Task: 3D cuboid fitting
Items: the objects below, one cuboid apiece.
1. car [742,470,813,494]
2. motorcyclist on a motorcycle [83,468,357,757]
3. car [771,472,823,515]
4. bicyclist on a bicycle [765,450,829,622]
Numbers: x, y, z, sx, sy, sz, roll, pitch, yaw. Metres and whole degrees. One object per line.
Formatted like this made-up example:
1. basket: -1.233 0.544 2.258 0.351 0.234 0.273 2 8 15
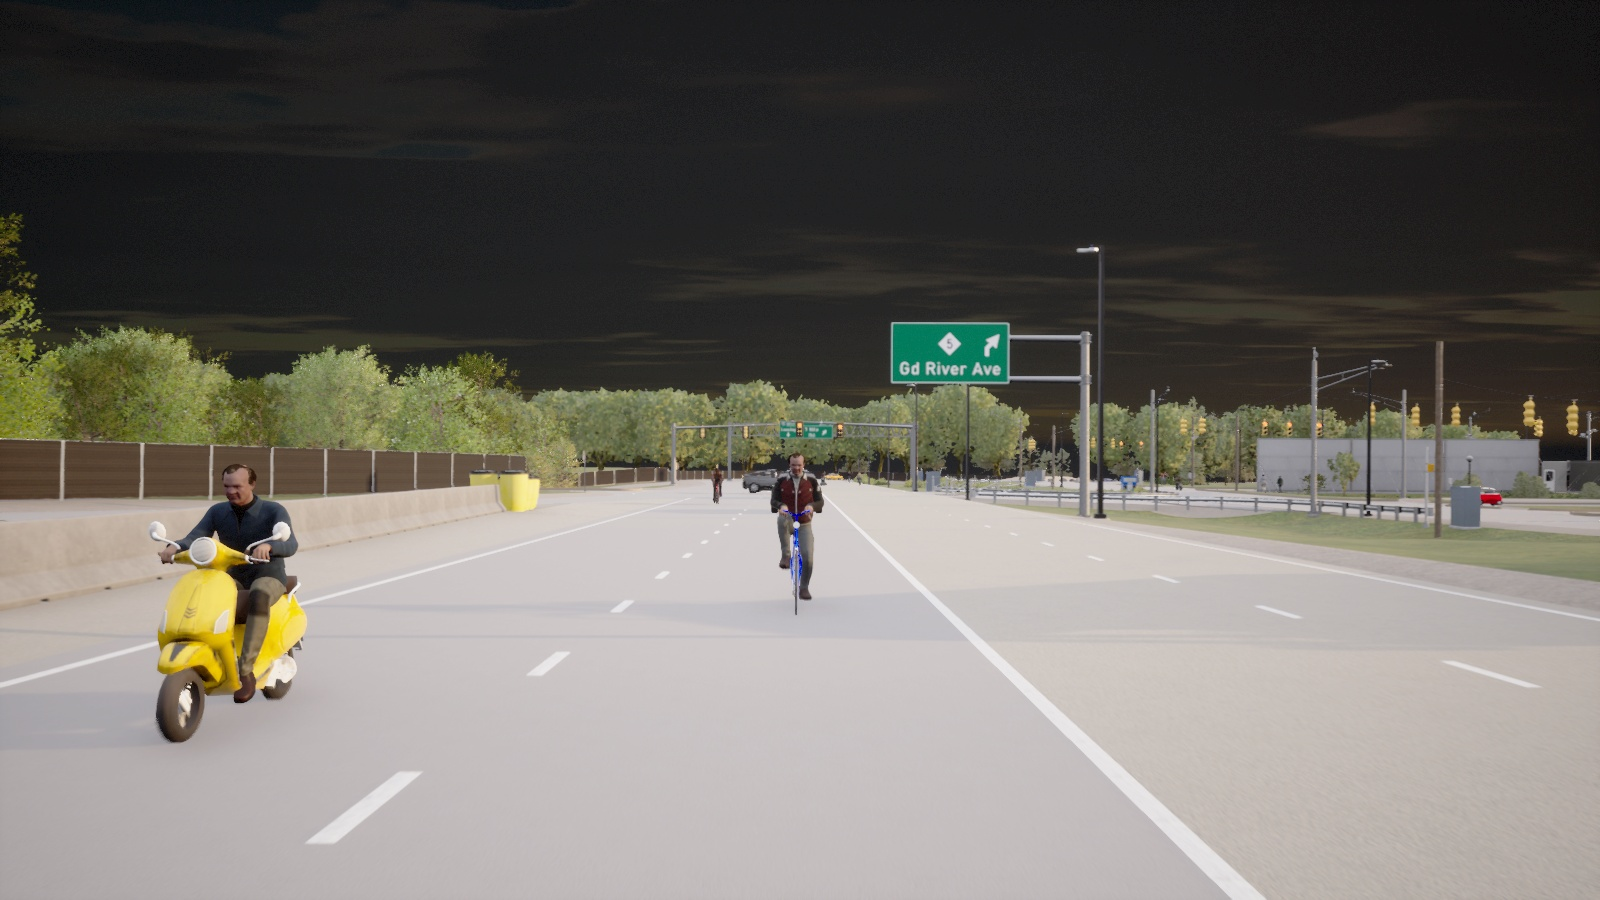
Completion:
1. car: -1.459 2.044 81.285 4.514 1.525 2.007 0 -1 0
2. motorcyclist on a motorcycle: -3.518 0.910 7.835 0.866 1.590 1.817 0 -1 0
3. car: -0.108 1.555 46.469 1.837 1.490 4.892 0 -1 0
4. bicyclist on a bicycle: -0.033 0.912 13.966 0.659 1.776 1.843 0 -1 0
